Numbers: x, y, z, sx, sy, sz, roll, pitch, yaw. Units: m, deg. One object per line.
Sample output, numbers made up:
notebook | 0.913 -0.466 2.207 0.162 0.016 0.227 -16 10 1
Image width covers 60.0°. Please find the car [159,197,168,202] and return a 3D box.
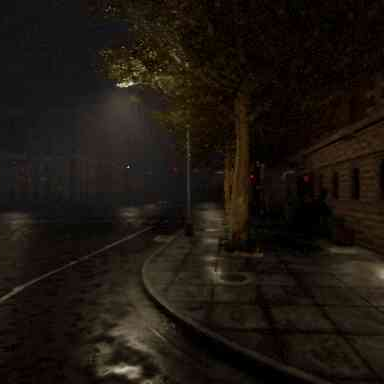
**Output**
car | -8.089 2.082 95.002 1.882 1.535 5.008 0 0 6
